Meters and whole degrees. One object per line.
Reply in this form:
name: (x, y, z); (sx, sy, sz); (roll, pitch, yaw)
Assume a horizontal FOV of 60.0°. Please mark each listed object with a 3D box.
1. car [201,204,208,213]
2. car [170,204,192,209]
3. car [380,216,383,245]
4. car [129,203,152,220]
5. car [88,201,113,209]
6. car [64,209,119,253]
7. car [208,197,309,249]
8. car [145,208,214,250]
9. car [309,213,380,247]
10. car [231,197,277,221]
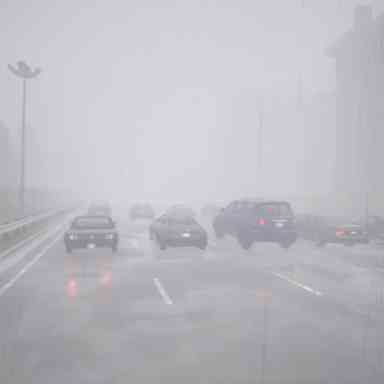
car: (2.250, 1.711, 31.318); (1.882, 1.535, 5.008); (1, 0, -14)
car: (-1.052, 1.767, 30.092); (1.895, 1.301, 4.718); (1, 0, -14)
car: (9.480, 1.880, 17.323); (1.895, 1.301, 4.718); (1, 0, -14)
car: (-4.480, 1.664, 29.386); (1.994, 1.385, 4.181); (1, 0, -14)
car: (-7.915, 1.511, 28.697); (1.882, 1.535, 5.008); (1, 0, -14)
car: (-4.072, 1.612, 13.818); (1.895, 1.301, 4.718); (1, 0, -14)
car: (2.731, 1.362, 15.494); (2.150, 2.045, 5.566); (1, 0, -14)
car: (-0.727, 1.643, 14.874); (1.994, 1.385, 4.181); (1, 0, -14)
car: (6.122, 1.759, 16.334); (2.033, 1.411, 5.357); (1, 0, -14)
car: (5.749, 1.516, 31.772); (2.150, 2.045, 5.566); (1, 0, -14)
